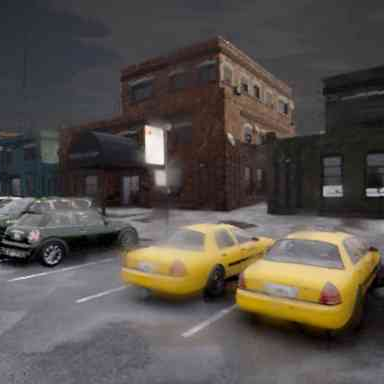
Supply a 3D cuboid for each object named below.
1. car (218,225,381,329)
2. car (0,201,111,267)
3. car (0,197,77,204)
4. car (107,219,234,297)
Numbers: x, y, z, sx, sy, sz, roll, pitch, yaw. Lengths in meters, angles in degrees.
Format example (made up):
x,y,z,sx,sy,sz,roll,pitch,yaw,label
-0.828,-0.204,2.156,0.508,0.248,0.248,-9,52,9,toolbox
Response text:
x,y,z,sx,sy,sz,roll,pitch,yaw,label
2.832,1.478,7.161,1.946,1.575,5.366,0,0,35,car
-4.032,1.351,11.789,2.185,1.767,4.553,0,0,35,car
-8.488,1.220,15.039,2.435,2.045,5.566,0,0,35,car
0.585,1.478,8.763,1.946,1.575,5.366,0,0,35,car
